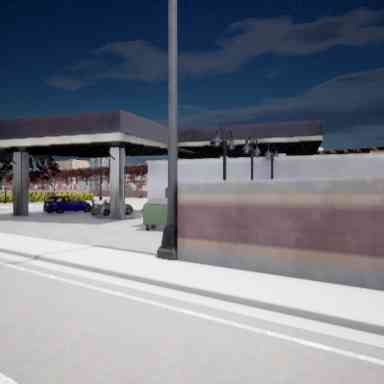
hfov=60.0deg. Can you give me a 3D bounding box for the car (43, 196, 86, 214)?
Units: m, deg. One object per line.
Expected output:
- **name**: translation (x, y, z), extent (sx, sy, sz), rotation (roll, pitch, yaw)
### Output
- **car**: translation (-12.351, 1.265, 33.281), extent (2.242, 1.667, 4.611), rotation (0, 0, 37)

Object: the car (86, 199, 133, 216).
- **car**: translation (-7.276, 1.425, 30.483), extent (1.970, 1.475, 3.806), rotation (0, 0, 37)
